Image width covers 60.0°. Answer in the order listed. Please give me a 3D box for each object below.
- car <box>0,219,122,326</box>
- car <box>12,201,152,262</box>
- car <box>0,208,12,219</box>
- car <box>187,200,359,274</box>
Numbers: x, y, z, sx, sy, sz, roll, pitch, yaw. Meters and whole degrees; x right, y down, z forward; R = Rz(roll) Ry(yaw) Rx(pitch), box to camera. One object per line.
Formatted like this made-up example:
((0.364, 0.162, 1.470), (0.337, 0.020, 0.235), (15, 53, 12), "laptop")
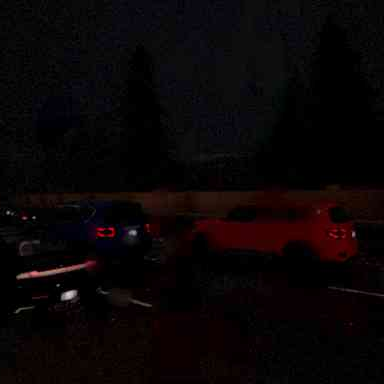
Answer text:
((-3.991, 1.570, 7.210), (4.902, 1.511, 2.128), (-1, 0, 39), "car")
((-3.817, 1.330, 11.536), (5.566, 2.045, 2.150), (-1, -1, 39), "car")
((-12.297, 1.803, 24.035), (2.033, 1.411, 5.357), (0, -1, -45), "car")
((2.430, 1.290, 11.021), (5.566, 2.045, 2.150), (0, 0, 37), "car")
